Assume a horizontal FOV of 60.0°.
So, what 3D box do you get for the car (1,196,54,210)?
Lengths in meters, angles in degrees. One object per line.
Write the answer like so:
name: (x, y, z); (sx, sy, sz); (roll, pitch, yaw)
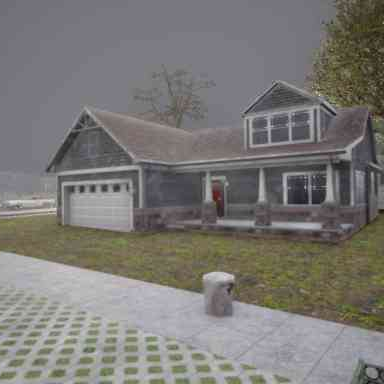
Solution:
car: (-16.725, 1.076, 33.905); (1.895, 1.301, 4.718); (-1, 1, 38)
